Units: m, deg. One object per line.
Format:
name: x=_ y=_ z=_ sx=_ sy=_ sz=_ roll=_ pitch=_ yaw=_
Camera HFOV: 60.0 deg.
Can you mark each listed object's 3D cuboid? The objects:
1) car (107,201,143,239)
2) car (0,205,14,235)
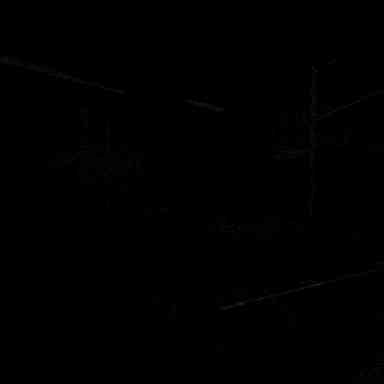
car: x=-4.288 y=1.447 z=18.384 sx=1.905 sy=1.878 sz=3.866 roll=1 pitch=0 yaw=-36
car: x=-11.417 y=1.524 z=18.646 sx=2.242 sy=1.667 sz=4.611 roll=1 pitch=0 yaw=-36
